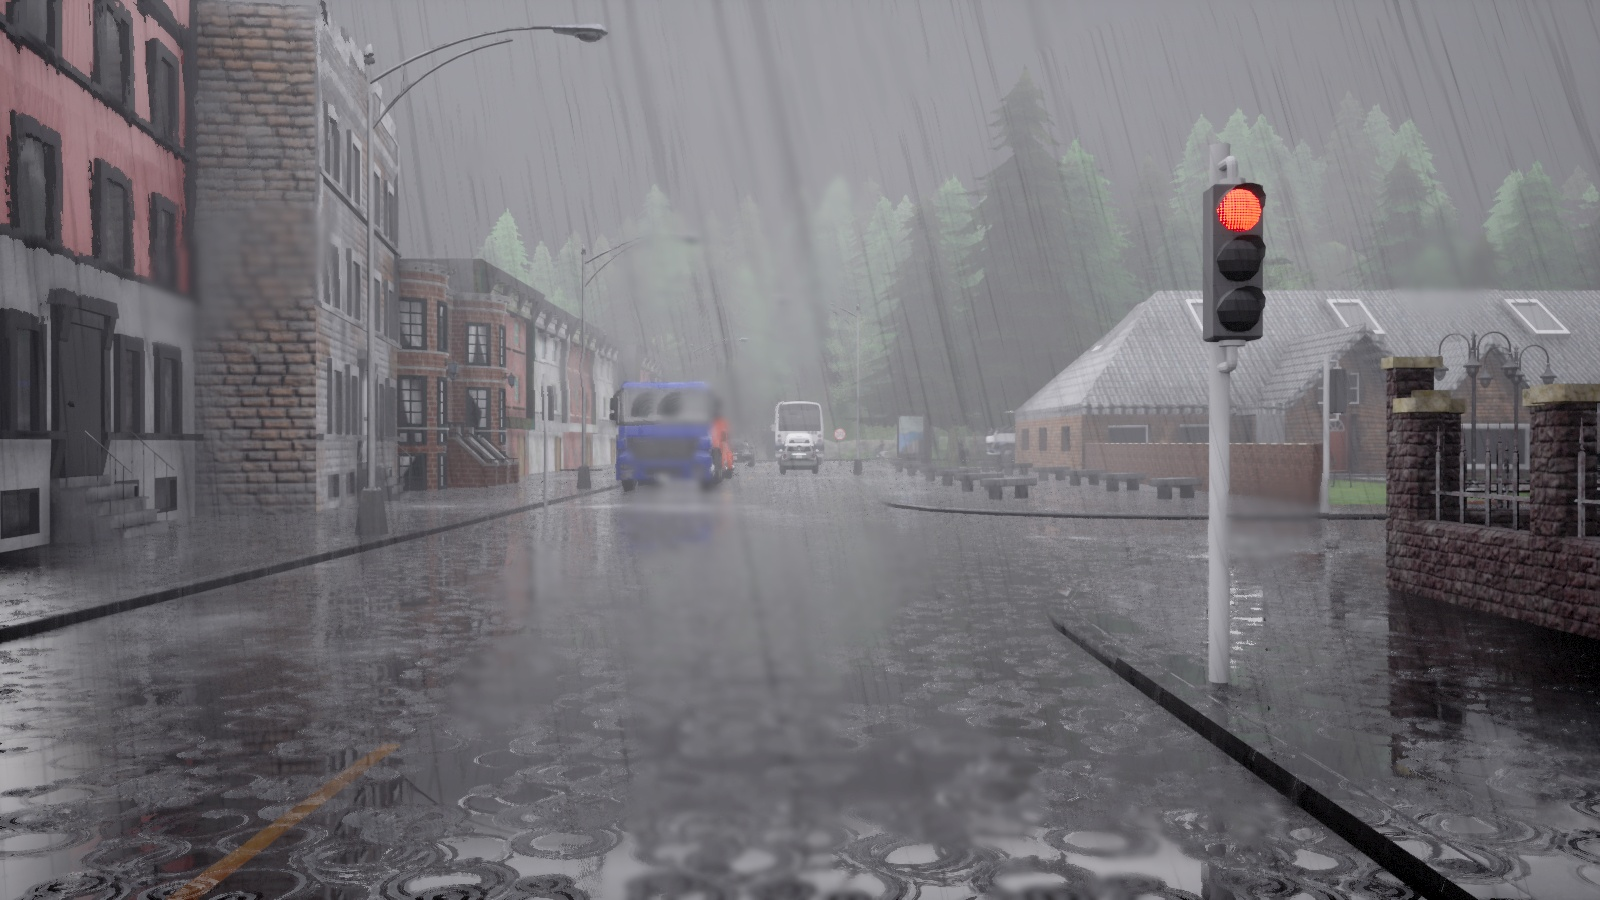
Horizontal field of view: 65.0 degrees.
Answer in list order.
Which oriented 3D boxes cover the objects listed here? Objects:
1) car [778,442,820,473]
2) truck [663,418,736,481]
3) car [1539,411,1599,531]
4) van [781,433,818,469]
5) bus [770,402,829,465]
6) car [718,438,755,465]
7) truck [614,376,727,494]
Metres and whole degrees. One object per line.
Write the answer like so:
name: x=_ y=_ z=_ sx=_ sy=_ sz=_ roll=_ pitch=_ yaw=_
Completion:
car: x=-0.047 y=0.360 z=62.258 sx=1.970 sy=1.475 sz=3.806 roll=0 pitch=0 yaw=0
truck: x=-4.061 y=-0.036 z=51.565 sx=2.627 sy=2.467 sz=5.204 roll=0 pitch=0 yaw=0
car: x=16.485 y=0.353 z=22.148 sx=5.566 sy=2.045 sz=2.150 roll=0 pitch=0 yaw=3
van: x=-0.037 y=0.055 z=73.522 sx=2.069 sy=2.038 sz=4.480 roll=0 pitch=0 yaw=0
bus: x=-0.022 y=-1.131 z=88.781 sx=3.944 sy=4.253 sz=10.273 roll=0 pitch=0 yaw=0
car: x=-4.036 y=0.068 z=80.449 sx=2.152 sy=1.651 sz=5.027 roll=0 pitch=0 yaw=0
truck: x=-4.047 y=-0.470 z=41.022 sx=2.891 sy=3.462 sz=7.936 roll=0 pitch=0 yaw=0
